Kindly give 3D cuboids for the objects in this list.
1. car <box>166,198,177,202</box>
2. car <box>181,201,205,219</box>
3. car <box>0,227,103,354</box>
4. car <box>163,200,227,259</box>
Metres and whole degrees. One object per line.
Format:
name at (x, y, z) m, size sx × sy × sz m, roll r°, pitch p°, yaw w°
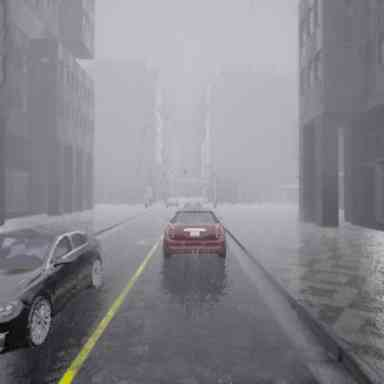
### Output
car at (-3.017, 1.655, 51.935) m, size 1.812 × 1.442 × 4.674 m, roll 0°, pitch 0°, yaw 0°
car at (0.090, 1.609, 30.363) m, size 1.994 × 1.385 × 4.181 m, roll 0°, pitch 0°, yaw 0°
car at (-3.102, 1.493, 6.331) m, size 2.128 × 1.511 × 4.902 m, roll 0°, pitch 0°, yaw 0°
car at (0.095, 1.359, 12.731) m, size 2.097 × 1.767 × 4.553 m, roll 0°, pitch 0°, yaw 0°
